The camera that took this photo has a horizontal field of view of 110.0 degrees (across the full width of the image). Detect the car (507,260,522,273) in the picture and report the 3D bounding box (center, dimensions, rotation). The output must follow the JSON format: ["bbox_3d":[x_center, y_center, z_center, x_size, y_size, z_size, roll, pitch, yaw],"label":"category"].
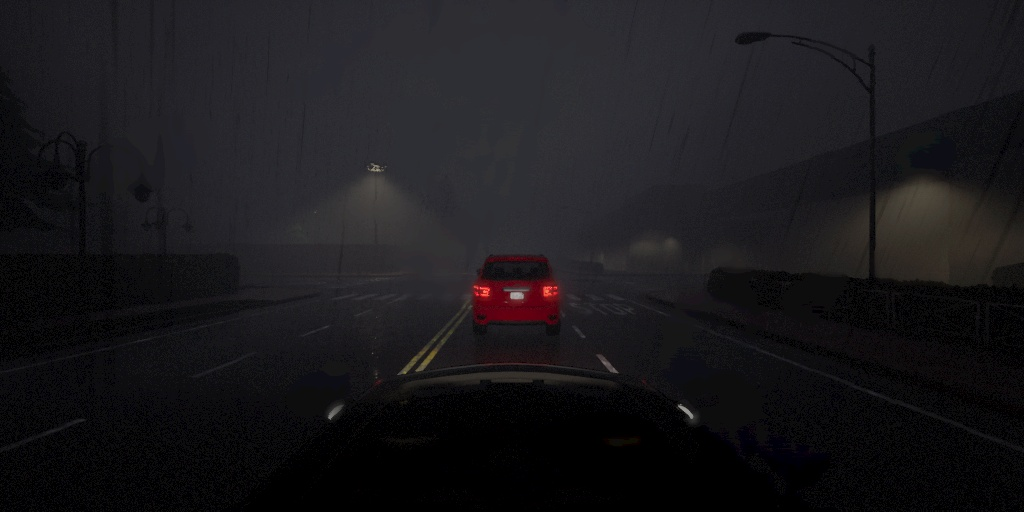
[{"bbox_3d":[0.339,1.260,45.499,1.882,1.535,5.008,0,0,1],"label":"car"}]

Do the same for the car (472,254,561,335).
[{"bbox_3d":[0.118,0.978,10.642,2.150,2.045,5.566,0,0,0],"label":"car"}]
